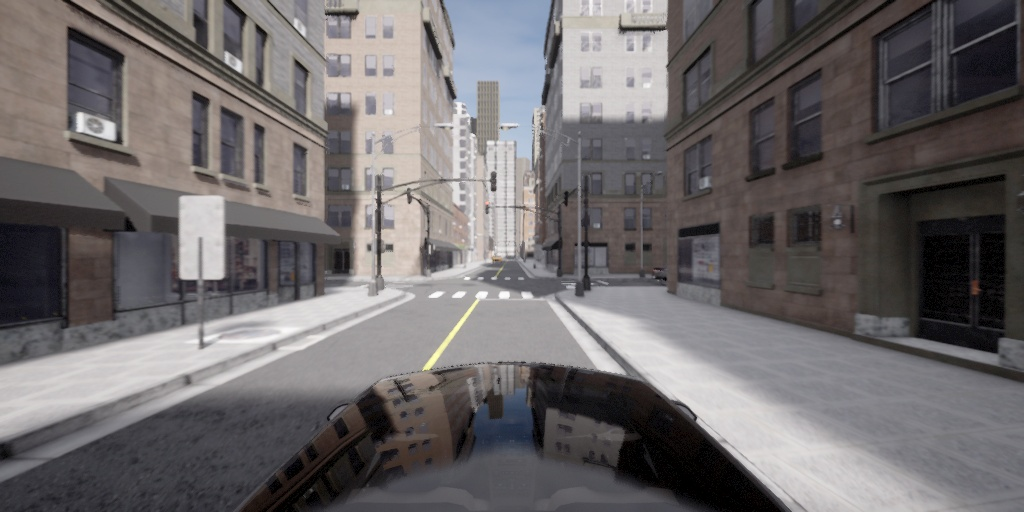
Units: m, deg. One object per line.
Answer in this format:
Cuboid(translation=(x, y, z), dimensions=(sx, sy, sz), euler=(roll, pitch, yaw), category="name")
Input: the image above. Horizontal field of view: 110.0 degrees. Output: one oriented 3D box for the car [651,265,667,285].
Cuboid(translation=(11.422, 1.134, 22.726), dimensions=(4.902, 1.511, 2.128), euler=(0, 0, 0), category="car")
